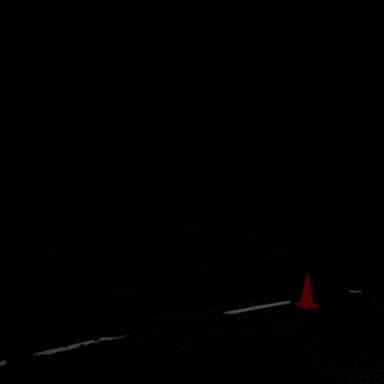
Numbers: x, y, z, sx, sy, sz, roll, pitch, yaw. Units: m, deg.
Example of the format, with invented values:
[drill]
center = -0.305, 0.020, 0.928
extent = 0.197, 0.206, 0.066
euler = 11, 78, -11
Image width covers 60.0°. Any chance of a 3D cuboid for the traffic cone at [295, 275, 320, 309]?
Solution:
[traffic cone]
center = 2.248, 1.913, 6.467
extent = 0.340, 0.580, 0.340
euler = 0, 1, -24
